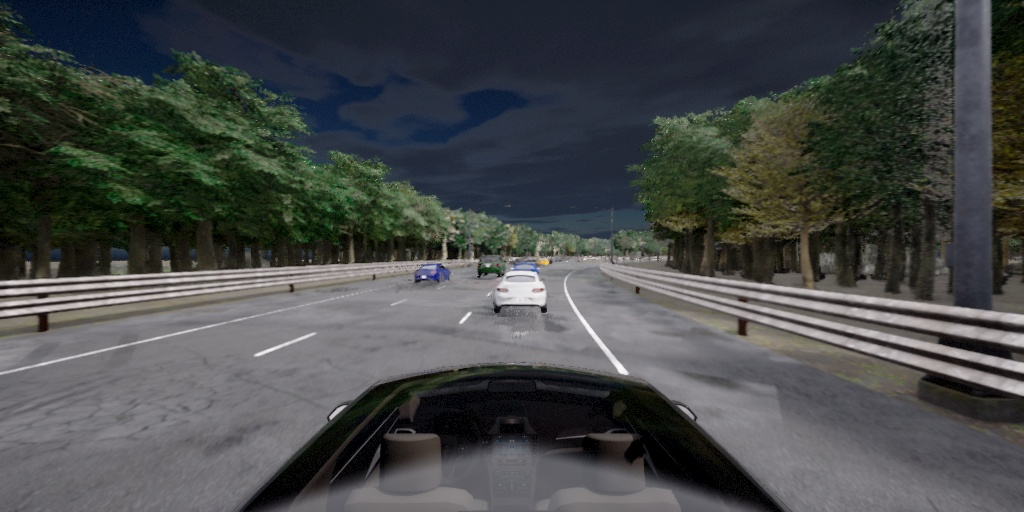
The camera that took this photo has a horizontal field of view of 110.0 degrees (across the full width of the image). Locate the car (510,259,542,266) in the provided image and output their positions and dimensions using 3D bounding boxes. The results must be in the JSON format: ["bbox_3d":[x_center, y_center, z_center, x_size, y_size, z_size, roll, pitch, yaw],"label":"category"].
[{"bbox_3d":[0.956,1.234,25.528,1.882,1.535,5.008,0,0,4],"label":"car"}]

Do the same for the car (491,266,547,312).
[{"bbox_3d":[0.359,1.279,14.051,1.812,1.442,4.674,0,0,2],"label":"car"}]

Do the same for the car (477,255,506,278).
[{"bbox_3d":[-1.850,0.973,34.046,2.150,2.045,5.566,0,0,5],"label":"car"}]

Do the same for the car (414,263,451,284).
[{"bbox_3d":[-5.904,1.276,26.974,1.812,1.442,4.674,0,0,4],"label":"car"}]

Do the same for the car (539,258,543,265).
[{"bbox_3d":[2.259,1.255,41.219,1.837,1.490,4.892,0,0,6],"label":"car"}]

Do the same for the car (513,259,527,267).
[{"bbox_3d":[1.510,1.205,62.606,1.837,1.490,4.892,0,-1,9],"label":"car"}]
